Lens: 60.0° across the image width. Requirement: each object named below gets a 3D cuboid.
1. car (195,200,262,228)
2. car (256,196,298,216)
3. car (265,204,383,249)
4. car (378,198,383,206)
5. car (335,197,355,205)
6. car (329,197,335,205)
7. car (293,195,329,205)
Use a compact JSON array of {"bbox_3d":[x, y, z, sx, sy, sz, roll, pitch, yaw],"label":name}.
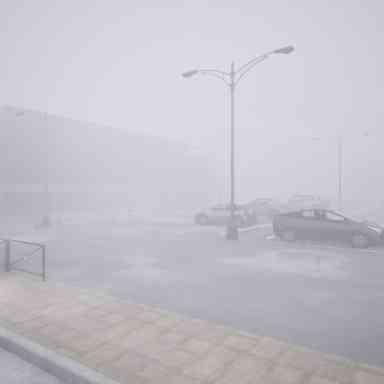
[{"bbox_3d":[2.129,1.424,21.392,3.806,1.475,1.970,0,0,35],"label":"car"},{"bbox_3d":[5.542,1.345,26.836,5.027,1.636,2.152,0,0,35],"label":"car"},{"bbox_3d":[5.807,1.490,14.351,4.514,1.523,2.007,0,0,35],"label":"car"},{"bbox_3d":[29.339,1.576,48.393,3.806,1.475,1.970,0,0,35],"label":"car"},{"bbox_3d":[24.966,1.565,55.089,3.633,1.501,1.845,0,0,35],"label":"car"},{"bbox_3d":[14.202,1.289,39.938,4.605,1.855,1.932,0,0,35],"label":"car"},{"bbox_3d":[12.875,1.269,37.321,3.866,1.878,1.905,0,0,35],"label":"car"}]
